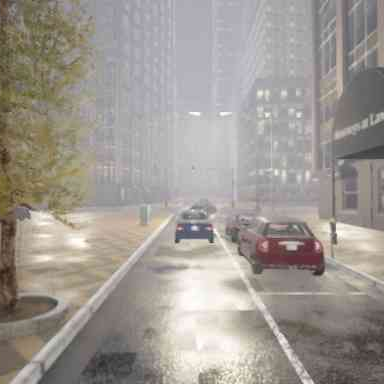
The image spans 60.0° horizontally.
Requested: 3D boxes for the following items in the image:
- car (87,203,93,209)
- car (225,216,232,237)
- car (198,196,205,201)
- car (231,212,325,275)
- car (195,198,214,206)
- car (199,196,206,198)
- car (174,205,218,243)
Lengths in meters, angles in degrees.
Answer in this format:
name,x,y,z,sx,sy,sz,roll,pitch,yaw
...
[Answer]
name,x,y,z,sx,sy,sz,roll,pitch,yaw
car,-17.439,1.907,51.261,4.403,1.369,2.008,-1,-1,14
car,2.581,1.624,16.115,1.802,1.307,4.206,1,0,0
car,2.603,1.869,93.380,1.752,1.417,4.829,1,0,0
car,2.582,1.467,10.548,1.967,1.590,4.097,1,0,0
car,1.215,1.650,33.783,1.994,1.385,4.181,0,1,18
car,2.598,1.831,76.519,1.947,1.339,4.313,1,0,0
car,0.104,1.590,16.457,2.033,1.411,5.357,0,0,0
